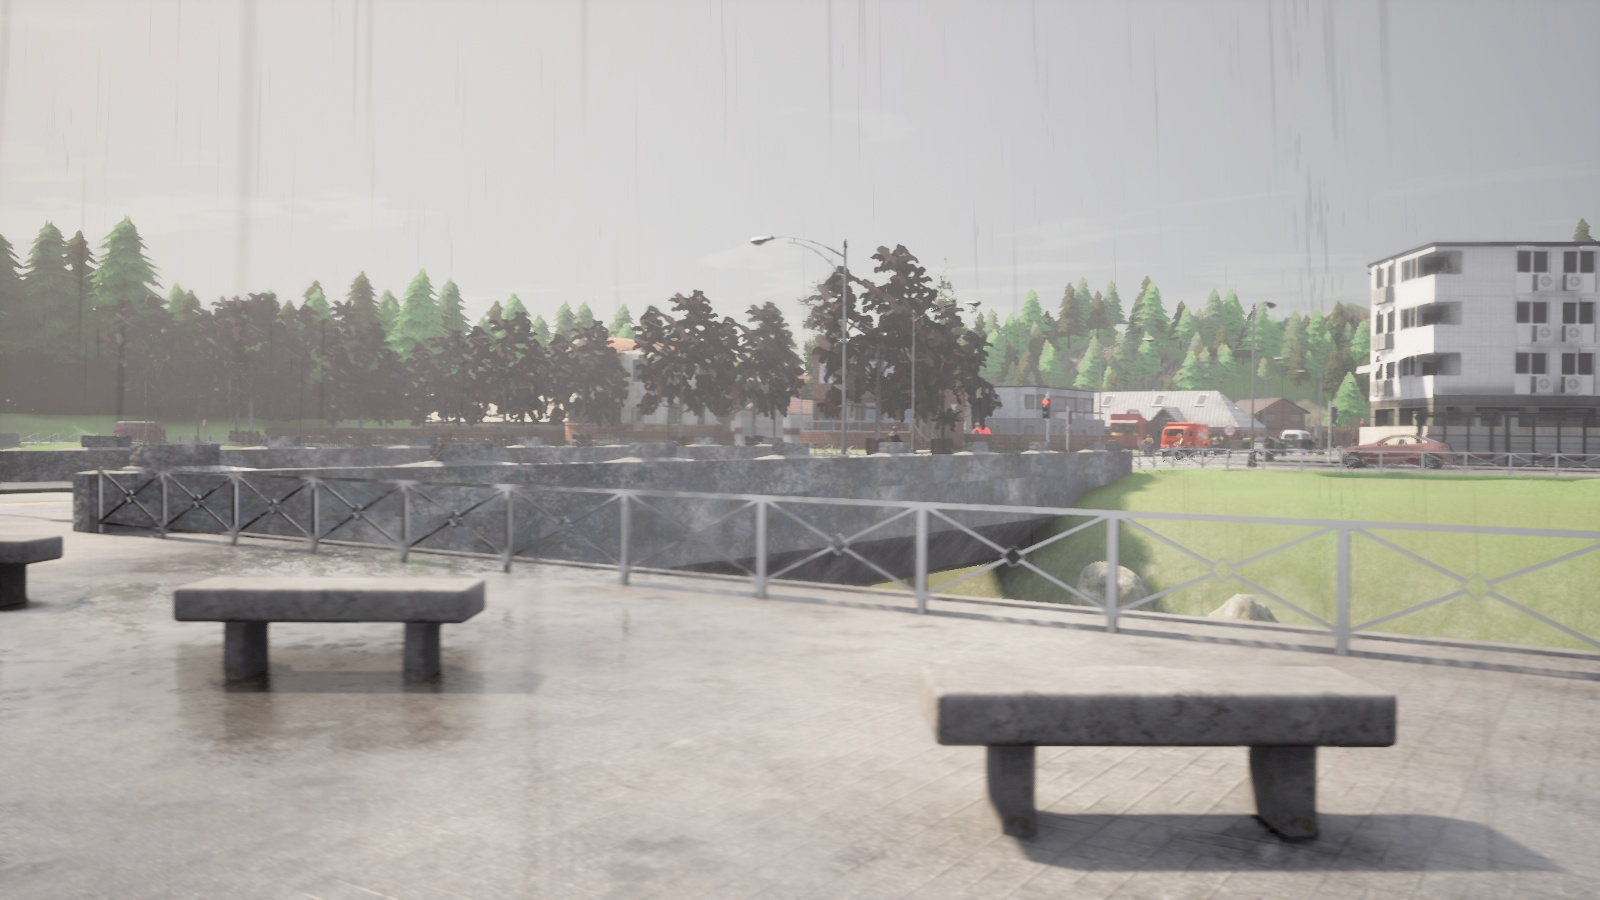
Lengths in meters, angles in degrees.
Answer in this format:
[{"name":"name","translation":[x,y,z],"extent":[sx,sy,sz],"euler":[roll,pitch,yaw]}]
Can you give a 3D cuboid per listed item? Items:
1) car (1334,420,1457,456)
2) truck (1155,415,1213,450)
[{"name":"car","translation":[28.230,-0.559,59.558],"extent":[5.027,1.651,2.152],"euler":[0,1,34]},{"name":"truck","translation":[27.832,-1.248,90.852],"extent":[2.627,2.467,5.204],"euler":[0,1,34]}]
